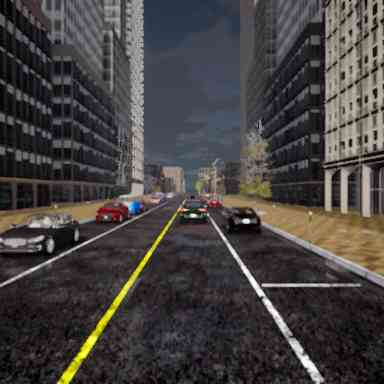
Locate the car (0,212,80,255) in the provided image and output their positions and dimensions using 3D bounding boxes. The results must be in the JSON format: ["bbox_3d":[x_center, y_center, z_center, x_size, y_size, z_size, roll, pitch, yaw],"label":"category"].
[{"bbox_3d":[-5.691,1.481,12.851,2.008,1.369,4.403,0,0,0],"label":"car"}]

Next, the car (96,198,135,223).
[{"bbox_3d":[-5.693,1.412,24.235,1.887,1.381,4.507,0,0,0],"label":"car"}]

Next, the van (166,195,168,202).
[{"bbox_3d":[-5.701,1.011,58.387,1.690,1.788,3.998,0,0,0],"label":"van"}]

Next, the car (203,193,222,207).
[{"bbox_3d":[2.684,1.211,41.299,1.967,1.590,4.097,0,0,0],"label":"car"}]

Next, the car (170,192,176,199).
[{"bbox_3d":[-5.709,1.024,86.678,1.752,1.417,4.829,0,0,0],"label":"car"}]

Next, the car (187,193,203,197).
[{"bbox_3d":[0.081,1.194,42.557,2.033,1.649,4.856,0,0,0],"label":"car"}]

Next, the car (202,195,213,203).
[{"bbox_3d":[2.679,1.194,58.545,1.752,1.417,4.829,0,0,0],"label":"car"}]

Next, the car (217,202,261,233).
[{"bbox_3d":[2.689,1.465,18.533,1.947,1.339,4.313,0,0,0],"label":"car"}]

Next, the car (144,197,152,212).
[{"bbox_3d":[-5.696,1.385,35.620,1.802,1.307,4.206,0,0,0],"label":"car"}]

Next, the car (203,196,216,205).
[{"bbox_3d":[2.680,1.286,52.684,1.802,1.307,4.206,0,0,0],"label":"car"}]

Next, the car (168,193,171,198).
[{"bbox_3d":[-5.703,1.201,64.081,1.947,1.339,4.313,0,0,0],"label":"car"}]

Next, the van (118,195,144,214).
[{"bbox_3d":[-5.694,1.177,29.927,1.690,1.788,3.998,0,0,0],"label":"van"}]

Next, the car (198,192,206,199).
[{"bbox_3d":[2.672,0.938,86.834,1.967,1.590,4.097,0,0,0],"label":"car"}]

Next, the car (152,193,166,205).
[{"bbox_3d":[-5.700,1.144,52.695,1.967,1.590,4.097,0,0,0],"label":"car"}]

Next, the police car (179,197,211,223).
[{"bbox_3d":[0.094,1.373,24.567,2.038,1.542,4.974,0,1,0],"label":"police car"}]
